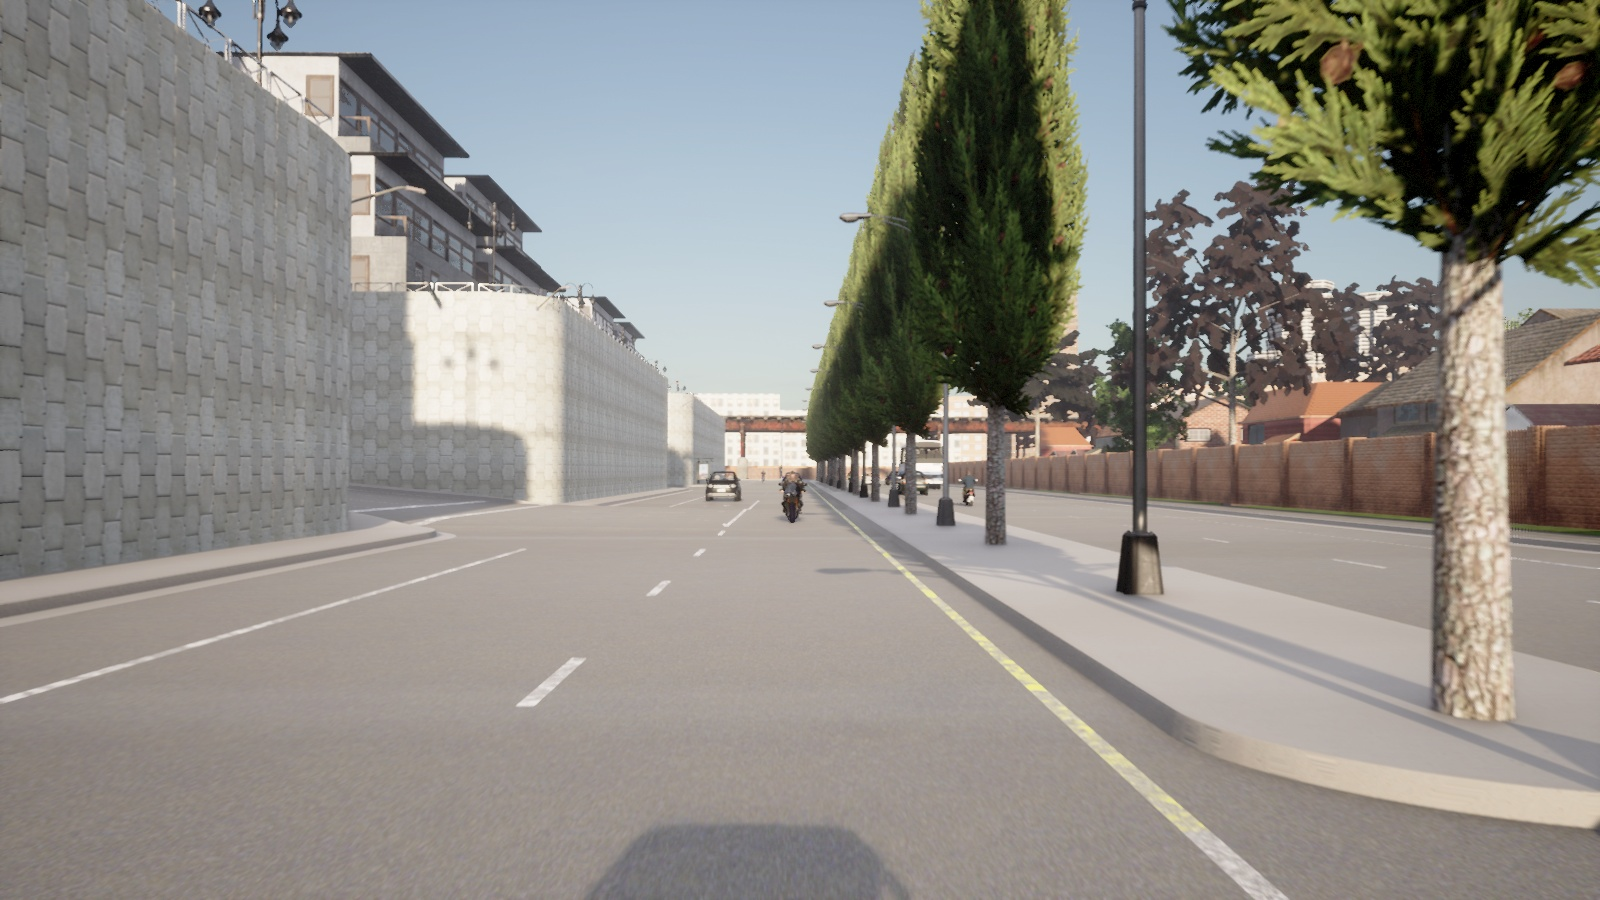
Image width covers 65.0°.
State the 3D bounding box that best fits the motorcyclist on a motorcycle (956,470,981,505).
[{"bbox_3d":[7.654,1.692,57.044,0.866,1.590,1.817,0,-1,0],"label":"motorcyclist on a motorcycle"}]

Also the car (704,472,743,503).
[{"bbox_3d":[-3.888,1.880,63.987,1.789,1.549,3.705,0,-1,0],"label":"car"}]

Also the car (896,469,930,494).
[{"bbox_3d":[7.490,2.084,83.736,1.851,1.617,3.988,0,-1,0],"label":"car"}]

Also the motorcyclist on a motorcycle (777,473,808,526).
[{"bbox_3d":[-0.223,1.456,37.492,0.866,1.530,2.191,0,-1,0],"label":"motorcyclist on a motorcycle"}]
